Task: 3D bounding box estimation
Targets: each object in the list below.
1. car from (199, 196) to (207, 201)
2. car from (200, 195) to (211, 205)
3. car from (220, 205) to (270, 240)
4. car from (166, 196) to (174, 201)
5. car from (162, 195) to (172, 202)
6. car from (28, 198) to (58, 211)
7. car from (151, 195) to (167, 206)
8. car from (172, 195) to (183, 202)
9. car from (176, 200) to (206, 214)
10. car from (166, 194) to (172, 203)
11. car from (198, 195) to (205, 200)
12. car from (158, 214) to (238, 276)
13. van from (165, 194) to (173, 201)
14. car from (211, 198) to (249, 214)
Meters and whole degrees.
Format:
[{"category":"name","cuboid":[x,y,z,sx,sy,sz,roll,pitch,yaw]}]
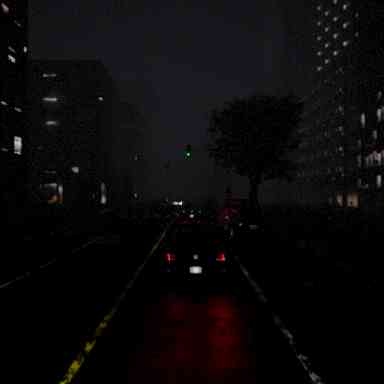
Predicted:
[{"category":"car","cuboid":[2.687,1.621,82.210,1.802,1.307,4.206,0,0,0]},{"category":"car","cuboid":[2.689,1.553,54.548,1.887,1.381,4.507,0,0,0]},{"category":"car","cuboid":[2.691,1.564,16.636,1.947,1.339,4.313,0,0,0]},{"category":"car","cuboid":[-5.693,1.628,87.743,1.802,1.307,4.206,0,0,0]},{"category":"car","cuboid":[-5.693,1.472,76.678,1.967,1.590,4.097,0,0,0]},{"category":"car","cuboid":[-16.427,1.339,35.141,4.403,1.369,2.008,1,-1,-1]},{"category":"car","cuboid":[-5.692,1.559,54.547,2.008,1.369,4.403,0,0,0]},{"category":"car","cuboid":[-3.003,1.555,74.792,2.128,1.511,4.902,0,0,0]},{"category":"car","cuboid":[-0.164,1.599,28.645,1.895,1.301,4.718,0,0,-4]},{"category":"car","cuboid":[-5.692,1.569,65.613,2.008,1.369,4.403,0,0,0]},{"category":"car","cuboid":[2.686,1.579,93.447,1.752,1.417,4.829,0,0,0]},{"category":"car","cuboid":[0.098,1.599,10.277,1.895,1.301,4.718,0,0,0]},{"category":"van","cuboid":[-5.693,1.380,82.212,1.690,1.788,3.998,0,0,0]},{"category":"car","cuboid":[2.691,1.313,22.160,2.192,1.841,5.009,0,0,0]}]
